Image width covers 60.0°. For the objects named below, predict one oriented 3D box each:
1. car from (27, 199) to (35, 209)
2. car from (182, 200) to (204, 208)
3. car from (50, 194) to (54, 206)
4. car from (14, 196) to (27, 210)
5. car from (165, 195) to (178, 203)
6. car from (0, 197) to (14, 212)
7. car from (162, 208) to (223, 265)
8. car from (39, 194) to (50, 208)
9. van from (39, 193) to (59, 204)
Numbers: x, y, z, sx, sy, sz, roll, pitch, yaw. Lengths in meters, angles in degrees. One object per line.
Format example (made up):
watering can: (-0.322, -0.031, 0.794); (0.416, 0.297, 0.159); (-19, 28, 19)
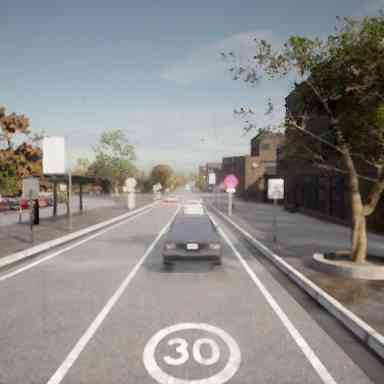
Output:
car: (-22.136, 1.401, 40.654); (4.792, 1.488, 2.163); (0, 0, 0)
car: (0.056, 1.413, 29.454); (1.812, 1.442, 4.674); (0, 1, 1)
car: (-22.143, 1.388, 46.206); (4.792, 1.488, 2.163); (0, 0, 0)
car: (-22.098, 1.380, 37.880); (4.892, 1.521, 2.231); (0, 0, 0)
car: (-3.322, 1.145, 53.141); (1.895, 1.301, 4.718); (0, 1, 0)
car: (-22.106, 1.386, 35.105); (5.008, 1.535, 2.097); (0, 0, 0)
car: (0.028, 1.519, 11.548); (2.033, 1.411, 5.357); (0, 0, 0)
car: (-21.925, 1.362, 43.429); (5.366, 1.575, 1.946); (0, 0, 0)
van: (-22.000, 1.126, 48.979); (4.442, 1.987, 1.878); (0, 0, 0)
